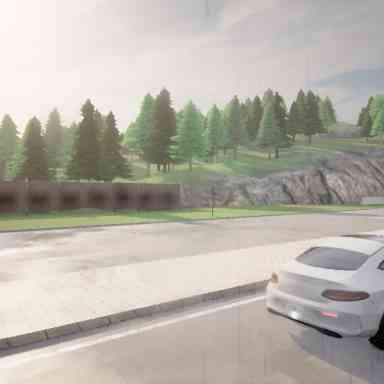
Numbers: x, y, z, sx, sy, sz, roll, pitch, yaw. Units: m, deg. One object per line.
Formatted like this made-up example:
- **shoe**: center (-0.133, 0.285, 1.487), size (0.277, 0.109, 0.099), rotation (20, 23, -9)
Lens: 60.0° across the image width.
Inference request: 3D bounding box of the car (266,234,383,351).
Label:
- **car**: center (3.359, 1.526, 6.146), size (4.674, 1.442, 1.812), rotation (0, 0, -36)
